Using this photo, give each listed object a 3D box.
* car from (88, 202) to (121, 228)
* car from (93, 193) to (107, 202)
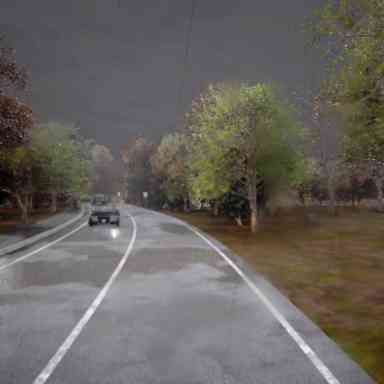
[{"bbox_3d":[-5.882,1.615,22.843,1.994,1.385,4.181,1,0,-11],"label":"car"},{"bbox_3d":[-17.224,1.282,61.907,2.150,2.045,5.566,1,0,-18],"label":"car"}]
